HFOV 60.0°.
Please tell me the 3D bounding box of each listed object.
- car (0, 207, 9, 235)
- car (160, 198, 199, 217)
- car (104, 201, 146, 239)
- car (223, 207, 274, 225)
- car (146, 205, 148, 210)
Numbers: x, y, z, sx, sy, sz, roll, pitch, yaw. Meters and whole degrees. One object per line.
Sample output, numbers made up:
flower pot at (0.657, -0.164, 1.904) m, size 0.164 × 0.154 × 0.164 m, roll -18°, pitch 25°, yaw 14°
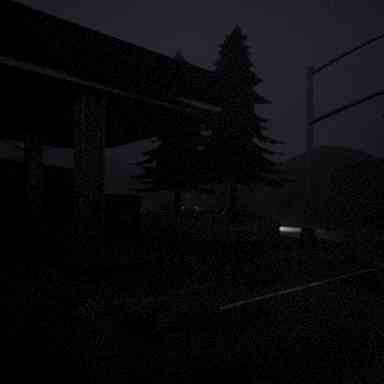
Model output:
car at (-11.604, 1.519, 18.514) m, size 2.242 × 1.667 × 4.611 m, roll 1°, pitch 0°, yaw -36°
car at (-1.272, 1.532, 32.701) m, size 2.097 × 1.767 × 4.553 m, roll 1°, pitch 0°, yaw -36°
car at (-4.473, 1.443, 18.332) m, size 1.905 × 1.878 × 3.866 m, roll 1°, pitch 0°, yaw -36°
car at (4.147, 1.808, 25.061) m, size 1.994 × 1.385 × 4.181 m, roll 1°, pitch 0°, yaw -35°
car at (-7.420, 1.655, 41.366) m, size 2.033 × 1.411 × 5.357 m, roll 1°, pitch 0°, yaw -35°
